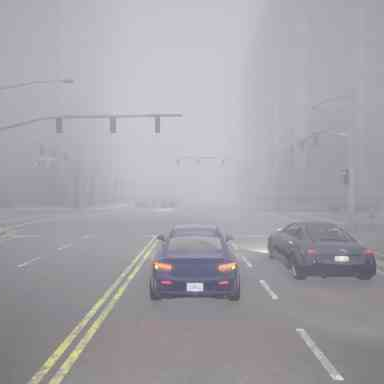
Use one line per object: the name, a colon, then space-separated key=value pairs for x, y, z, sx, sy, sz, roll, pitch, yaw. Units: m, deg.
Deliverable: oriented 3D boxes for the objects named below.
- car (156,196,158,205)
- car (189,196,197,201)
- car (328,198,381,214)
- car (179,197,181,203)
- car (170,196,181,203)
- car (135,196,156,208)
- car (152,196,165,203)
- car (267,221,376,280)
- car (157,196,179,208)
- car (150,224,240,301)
car: x=-6.972 y=1.505 z=58.140 sx=1.837 sy=1.490 sz=4.892 roll=0 pitch=0 yaw=0
car: x=0.155 y=1.553 z=82.288 sx=1.994 sy=1.385 sz=4.181 roll=0 pitch=0 yaw=0
car: x=16.770 y=1.422 z=34.460 sx=5.008 sy=1.535 sz=1.882 roll=0 pitch=0 yaw=0
car: x=-3.464 y=1.478 z=59.205 sx=1.882 sy=1.535 sz=5.008 roll=0 pitch=0 yaw=0
car: x=-3.370 y=1.564 z=69.208 sx=1.994 sy=1.385 sz=4.181 roll=0 pitch=0 yaw=0
car: x=-7.007 y=1.547 z=48.407 sx=2.033 sy=1.411 sz=5.357 roll=0 pitch=0 yaw=0
car: x=-6.875 y=1.547 z=68.588 sx=2.033 sy=1.411 sz=5.357 roll=0 pitch=0 yaw=0
car: x=3.590 y=1.564 z=9.950 sx=1.994 sy=1.385 sz=4.181 roll=0 pitch=0 yaw=0
car: x=-3.502 y=1.492 z=49.614 sx=2.128 sy=1.511 sz=4.902 roll=0 pitch=0 yaw=0
car: x=0.075 y=1.526 z=8.213 sx=1.812 sy=1.442 sz=4.674 roll=0 pitch=0 yaw=1
